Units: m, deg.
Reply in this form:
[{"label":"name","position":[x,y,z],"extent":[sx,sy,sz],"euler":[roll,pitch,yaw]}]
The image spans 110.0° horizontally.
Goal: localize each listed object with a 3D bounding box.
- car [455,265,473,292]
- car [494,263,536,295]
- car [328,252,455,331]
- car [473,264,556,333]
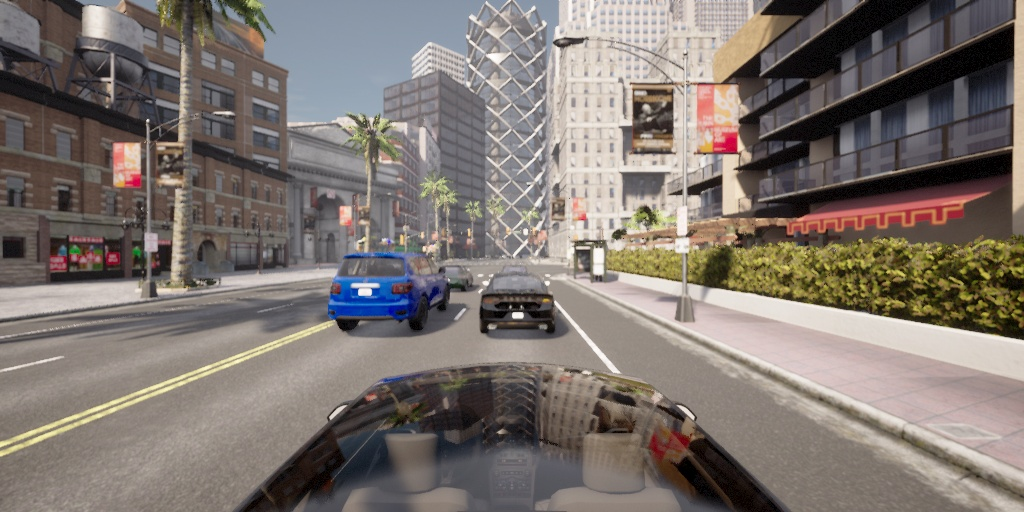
[{"label":"car","position":[-3.343,1.194,20.305],"extent":[1.994,1.385,4.181],"euler":[0,0,0]},{"label":"car","position":[0.151,1.179,20.130],"extent":[2.033,1.411,5.357],"euler":[0,0,0]},{"label":"car","position":[-3.373,0.912,10.936],"extent":[2.150,2.045,5.566],"euler":[0,0,0]},{"label":"car","position":[0.134,1.171,10.539],"extent":[1.882,1.535,5.008],"euler":[0,0,0]}]
